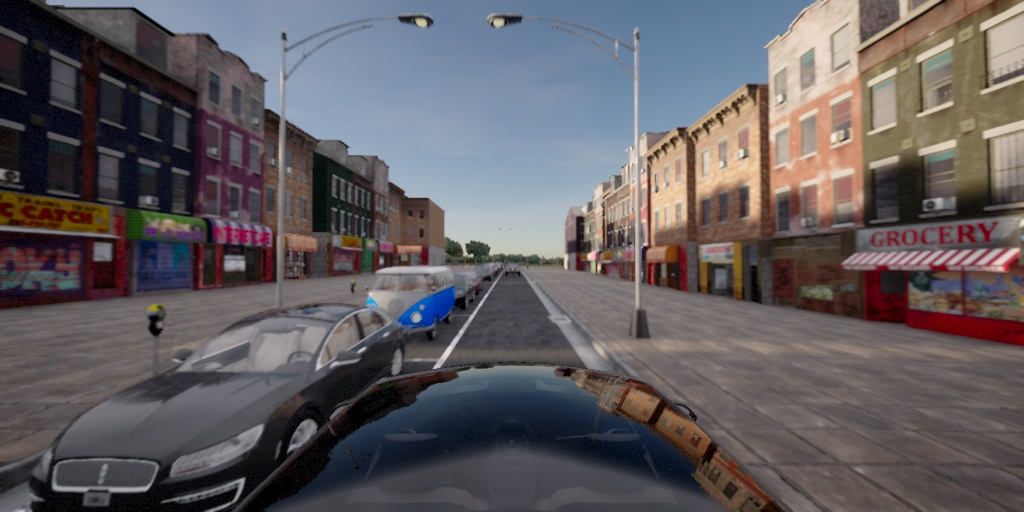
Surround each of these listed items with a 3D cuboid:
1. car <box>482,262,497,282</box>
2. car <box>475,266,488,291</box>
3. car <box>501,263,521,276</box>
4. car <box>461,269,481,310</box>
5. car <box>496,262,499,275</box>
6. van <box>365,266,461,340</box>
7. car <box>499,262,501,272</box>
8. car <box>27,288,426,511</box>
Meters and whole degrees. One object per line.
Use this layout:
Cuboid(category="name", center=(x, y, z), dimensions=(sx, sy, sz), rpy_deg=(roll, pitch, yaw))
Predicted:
Cuboid(category="car", center=(-2.637, 1.527, 32.164), dimensions=(1.948, 1.339, 4.313), rpy_deg=(0, 0, 0))
Cuboid(category="car", center=(-2.637, 1.481, 21.088), dimensions=(1.802, 1.307, 4.207), rpy_deg=(0, 0, 0))
Cuboid(category="car", center=(0.103, 1.590, 42.850), dimensions=(2.033, 1.411, 5.357), rpy_deg=(0, 0, 0))
Cuboid(category="car", center=(-2.637, 1.436, 15.546), dimensions=(1.948, 1.339, 4.313), rpy_deg=(0, 0, 0))
Cuboid(category="car", center=(-2.637, 1.583, 37.703), dimensions=(1.802, 1.307, 4.207), rpy_deg=(0, 0, 0))
Cuboid(category="van", center=(-2.637, 1.172, 9.999), dimensions=(1.690, 1.789, 3.998), rpy_deg=(0, 0, 0))
Cuboid(category="car", center=(-2.637, 1.485, 43.241), dimensions=(1.967, 1.591, 4.097), rpy_deg=(0, 0, 0))
Cuboid(category="car", center=(-2.637, 1.330, 4.452), dimensions=(2.007, 1.370, 4.403), rpy_deg=(0, 0, 0))
